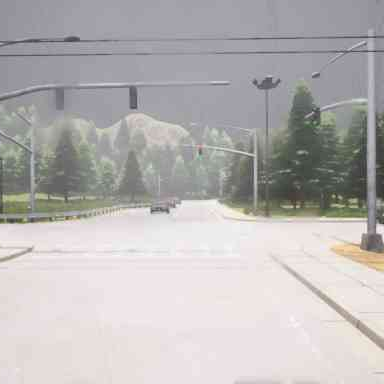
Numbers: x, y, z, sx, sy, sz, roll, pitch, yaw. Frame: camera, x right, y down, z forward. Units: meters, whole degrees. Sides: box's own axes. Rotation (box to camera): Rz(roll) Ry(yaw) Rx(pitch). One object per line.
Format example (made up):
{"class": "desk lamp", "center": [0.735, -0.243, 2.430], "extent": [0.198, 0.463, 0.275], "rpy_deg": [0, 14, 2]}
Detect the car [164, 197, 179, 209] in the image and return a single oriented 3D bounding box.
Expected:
{"class": "car", "center": [-3.462, 1.500, 49.334], "extent": [2.097, 1.767, 4.553], "rpy_deg": [0, 0, 1]}

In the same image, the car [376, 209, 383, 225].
{"class": "car", "center": [14.629, 1.361, 22.146], "extent": [4.553, 1.767, 2.097], "rpy_deg": [0, 0, 1]}

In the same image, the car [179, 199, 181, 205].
{"class": "car", "center": [-3.155, 1.709, 64.113], "extent": [1.812, 1.442, 4.674], "rpy_deg": [0, 0, 2]}

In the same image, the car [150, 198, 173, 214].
{"class": "car", "center": [-3.518, 1.682, 37.506], "extent": [1.994, 1.385, 4.181], "rpy_deg": [0, 0, 0]}
